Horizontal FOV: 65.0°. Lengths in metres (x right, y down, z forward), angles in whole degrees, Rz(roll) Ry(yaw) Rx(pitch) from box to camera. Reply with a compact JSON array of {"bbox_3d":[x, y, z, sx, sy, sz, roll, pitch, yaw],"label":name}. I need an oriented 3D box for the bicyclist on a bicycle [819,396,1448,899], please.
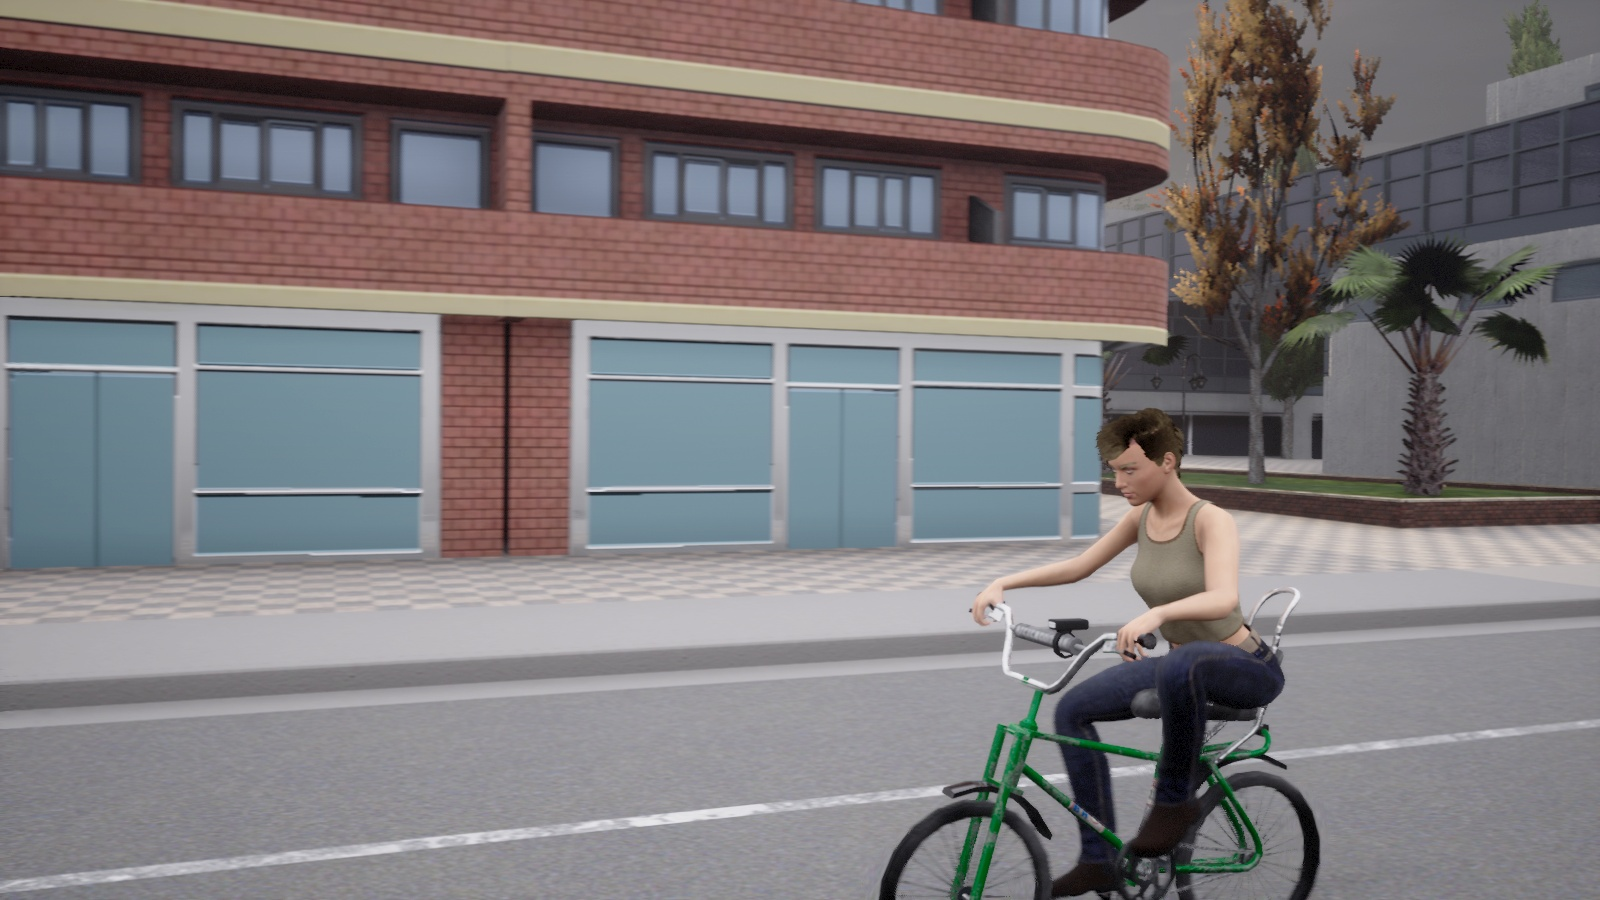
[{"bbox_3d":[0.925,0.666,3.595,1.509,1.612,0.866,-1,1,-21],"label":"bicyclist on a bicycle"}]
